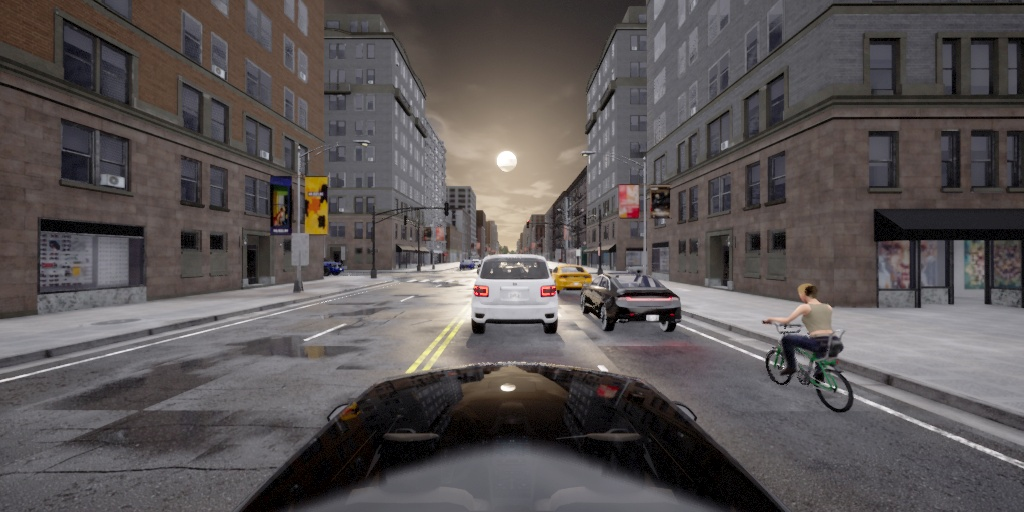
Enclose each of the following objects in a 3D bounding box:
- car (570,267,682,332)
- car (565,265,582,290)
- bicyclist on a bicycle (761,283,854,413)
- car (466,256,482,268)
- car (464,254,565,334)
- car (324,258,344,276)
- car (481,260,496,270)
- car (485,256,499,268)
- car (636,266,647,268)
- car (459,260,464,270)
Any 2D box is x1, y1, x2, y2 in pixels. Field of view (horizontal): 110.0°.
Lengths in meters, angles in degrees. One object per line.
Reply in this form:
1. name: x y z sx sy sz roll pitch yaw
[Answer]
1. car: 3.317 1.243 10.865 2.128 1.511 4.902 0 0 0
2. car: 3.198 1.232 20.355 1.882 1.535 5.008 0 0 0
3. bicyclist on a bicycle: 4.126 1.187 5.084 0.866 1.612 1.509 0 0 0
4. car: -6.733 0.996 64.073 2.150 2.045 5.566 0 0 0
5. car: 0.073 0.973 10.792 2.150 2.045 5.566 0 0 0
6. car: -19.824 0.958 35.861 5.566 2.045 2.150 0 0 2
7. car: -3.479 1.335 53.121 1.994 1.385 4.181 0 0 0
8. car: -3.491 0.995 62.463 2.150 2.045 5.566 0 0 0
9. car: 14.949 1.413 38.760 4.718 1.301 1.895 0 0 1
10. car: -6.738 1.249 54.129 1.882 1.535 5.008 0 0 0
